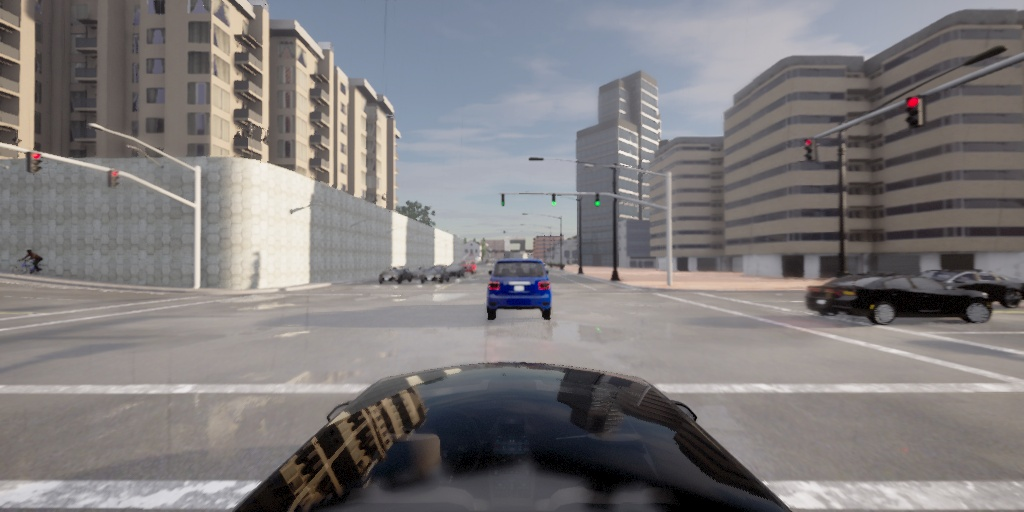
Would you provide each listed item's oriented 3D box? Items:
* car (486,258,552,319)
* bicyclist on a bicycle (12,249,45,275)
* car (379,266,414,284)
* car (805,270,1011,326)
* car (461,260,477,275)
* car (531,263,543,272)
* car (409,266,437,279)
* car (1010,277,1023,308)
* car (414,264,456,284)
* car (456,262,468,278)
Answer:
[{"bbox_3d":[0.256,1.113,13.668,2.150,2.045,5.566,0,-1,1],"label":"car"},{"bbox_3d":[-30.476,0.410,22.726,0.582,1.620,1.656,6,0,1],"label":"bicyclist on a bicycle"},{"bbox_3d":[-10.217,1.645,31.830,2.128,1.511,4.902,0,-1,1],"label":"car"},{"bbox_3d":[12.285,1.293,11.538,5.008,1.535,1.882,0,-2,-3],"label":"car"},{"bbox_3d":[-6.423,1.598,51.835,2.150,2.045,5.566,0,-1,1],"label":"car"},{"bbox_3d":[4.228,1.969,61.261,1.812,1.442,4.674,0,-1,1],"label":"car"},{"bbox_3d":[-10.106,1.864,41.092,1.895,1.301,4.718,0,-1,1],"label":"car"},{"bbox_3d":[18.288,1.322,14.985,4.902,1.511,2.128,0,-1,0],"label":"car"},{"bbox_3d":[-6.719,1.630,31.858,2.128,1.511,4.902,0,-1,1],"label":"car"},{"bbox_3d":[-6.599,1.729,41.288,1.882,1.535,5.008,0,-1,1],"label":"car"}]
